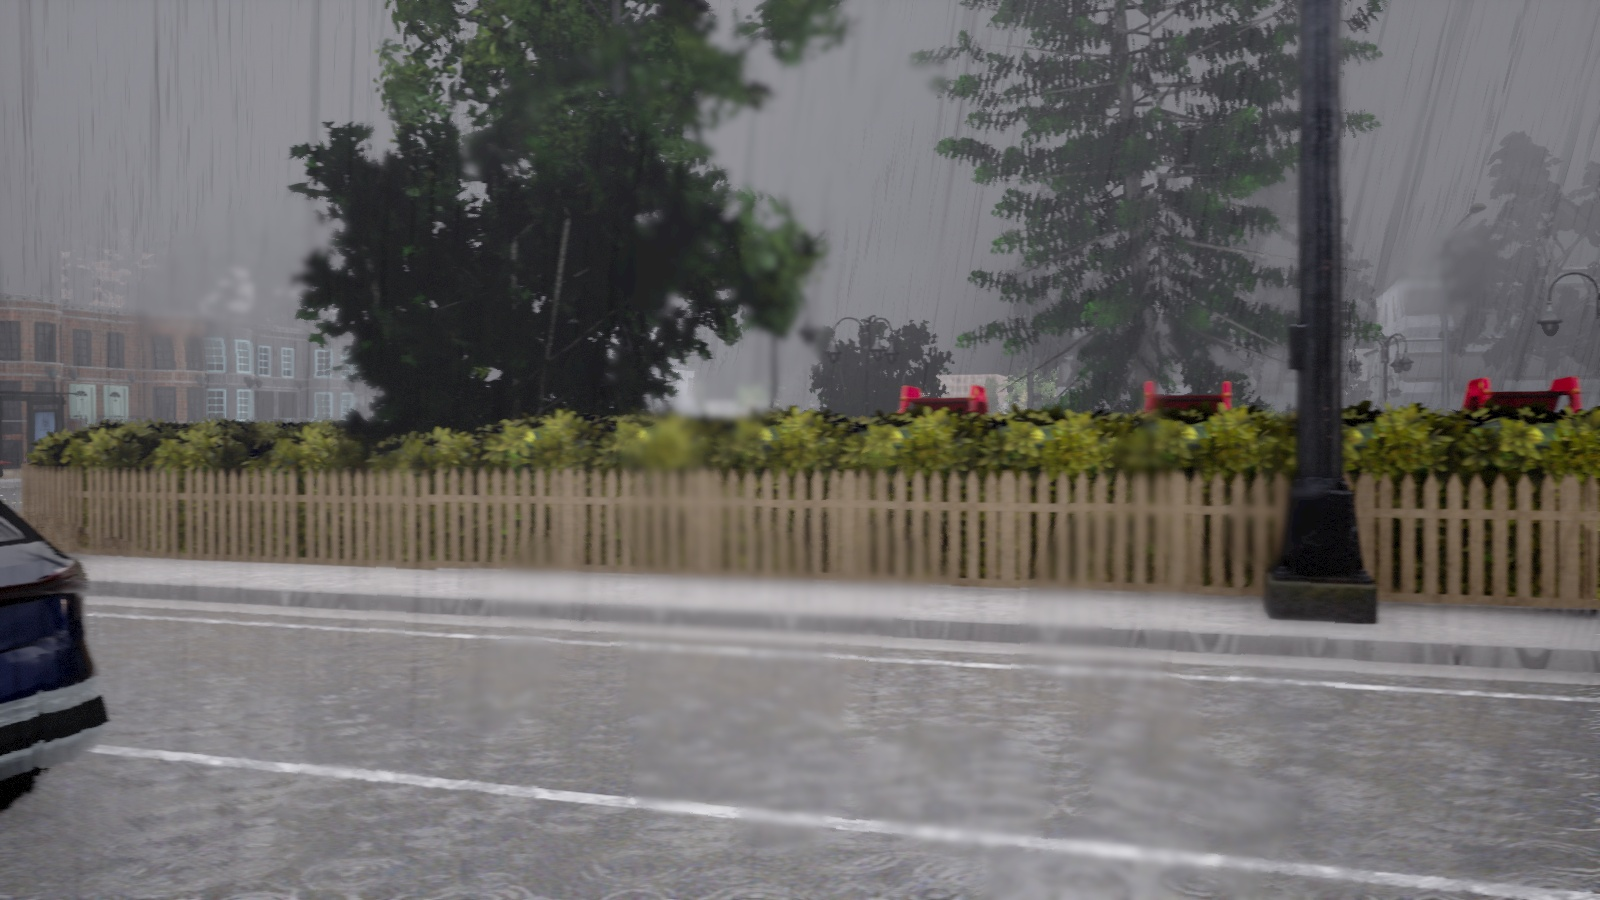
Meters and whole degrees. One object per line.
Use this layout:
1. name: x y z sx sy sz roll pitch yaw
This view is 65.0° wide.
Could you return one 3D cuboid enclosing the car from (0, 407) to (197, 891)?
1. car: -5.074 0.659 4.900 4.856 1.649 2.033 1 1 19
